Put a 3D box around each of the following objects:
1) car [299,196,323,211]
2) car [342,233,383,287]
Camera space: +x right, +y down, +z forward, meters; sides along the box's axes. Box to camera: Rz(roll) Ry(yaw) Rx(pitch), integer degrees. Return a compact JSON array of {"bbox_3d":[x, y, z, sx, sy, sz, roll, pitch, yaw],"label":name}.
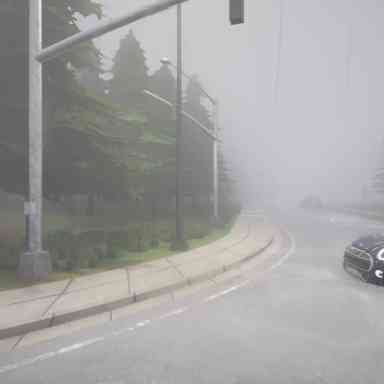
[{"bbox_3d":[14.688,1.352,41.333,2.097,1.767,4.553,0,0,9],"label":"car"},{"bbox_3d":[6.208,1.358,8.154,4.553,1.767,2.097,0,1,1],"label":"car"}]
